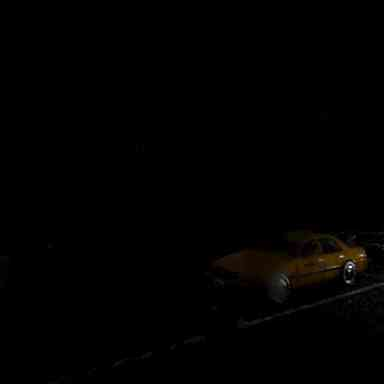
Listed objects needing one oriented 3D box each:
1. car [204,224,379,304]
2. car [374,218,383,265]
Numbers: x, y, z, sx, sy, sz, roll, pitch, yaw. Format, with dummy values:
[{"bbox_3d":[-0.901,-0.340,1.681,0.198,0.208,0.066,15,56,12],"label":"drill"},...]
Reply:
[{"bbox_3d":[2.535,1.621,8.339,4.829,1.417,1.752,1,-1,-35],"label":"car"},{"bbox_3d":[7.174,1.617,11.646,4.097,1.590,1.967,1,-1,-35],"label":"car"}]
